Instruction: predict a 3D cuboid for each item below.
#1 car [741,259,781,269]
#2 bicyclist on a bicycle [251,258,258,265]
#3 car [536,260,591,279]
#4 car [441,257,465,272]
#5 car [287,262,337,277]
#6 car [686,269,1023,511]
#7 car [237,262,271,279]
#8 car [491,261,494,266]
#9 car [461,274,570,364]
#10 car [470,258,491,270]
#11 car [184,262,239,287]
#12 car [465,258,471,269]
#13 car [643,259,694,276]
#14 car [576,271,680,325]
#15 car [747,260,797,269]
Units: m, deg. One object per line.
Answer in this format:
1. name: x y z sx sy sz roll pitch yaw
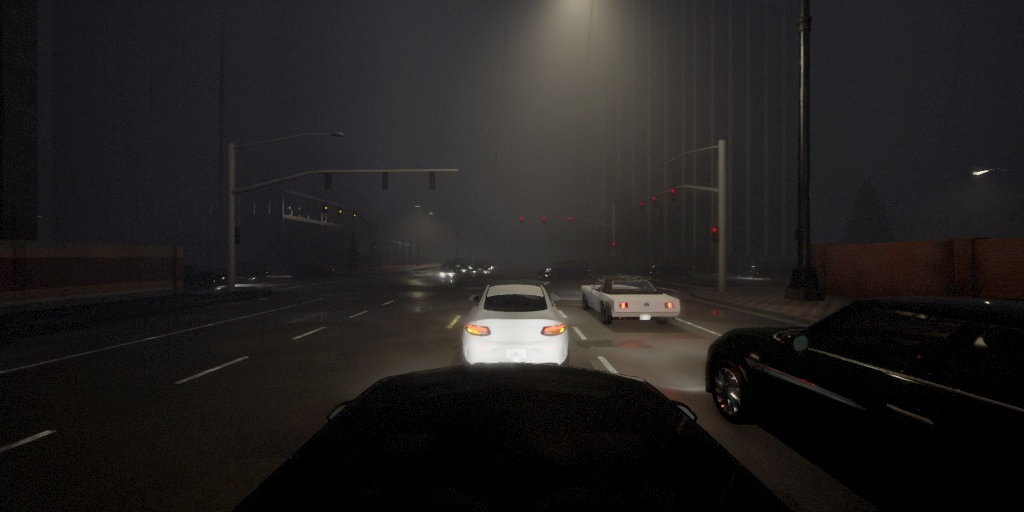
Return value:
1. car: 25.037 1.105 35.237 4.553 1.767 2.097 0 0 0
2. bicyclist on a bicycle: -28.401 1.051 39.525 0.582 1.620 1.656 0 0 -1
3. car: 4.263 1.102 29.569 4.553 1.767 2.097 0 0 -23
4. car: -7.883 1.241 46.224 2.128 1.511 4.902 0 0 1
5. car: -19.363 1.314 34.826 4.181 1.385 1.994 0 0 -1
6. car: 3.600 1.102 2.898 2.097 1.767 4.553 0 0 0
7. car: -23.807 1.241 31.285 4.902 1.511 2.128 0 0 -1
8. car: -4.544 1.276 60.561 1.812 1.442 4.674 0 0 -1
9. car: 0.060 1.276 7.583 1.812 1.442 4.674 0 0 0
10. car: -4.405 1.227 51.249 1.882 1.535 5.008 0 0 -1
11. car: -21.414 1.314 24.103 4.181 1.385 1.994 0 0 0
12. car: -7.977 1.102 55.371 2.097 1.767 4.553 0 0 -1
13. car: 15.345 1.102 35.150 4.553 1.767 2.097 0 0 0
14. car: 3.565 1.351 11.800 1.895 1.301 4.718 0 0 0
15. car: 23.732 1.314 31.726 4.181 1.385 1.994 0 0 0
